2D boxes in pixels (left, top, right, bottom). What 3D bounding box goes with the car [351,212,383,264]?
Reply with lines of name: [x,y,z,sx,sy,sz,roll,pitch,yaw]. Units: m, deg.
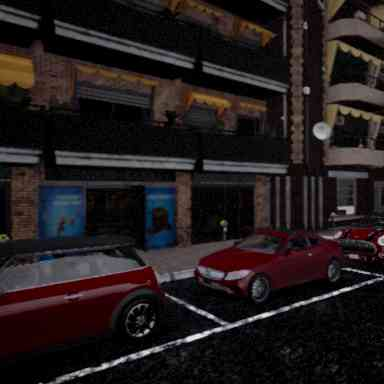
car: [6.514,1.421,11.214,4.097,1.590,1.967,0,0,-36]

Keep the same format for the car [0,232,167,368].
car: [-2.484,1.439,4.795,4.097,1.590,1.967,0,0,-36]

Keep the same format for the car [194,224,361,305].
car: [2.016,1.572,8.004,4.206,1.307,1.802,0,0,-36]
